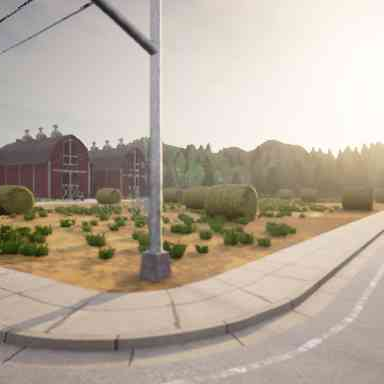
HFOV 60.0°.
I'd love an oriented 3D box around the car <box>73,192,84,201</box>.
[{"bbox_3d":[-24.536,0.928,72.404,1.905,1.878,3.866,6,1,-11],"label":"car"}]
